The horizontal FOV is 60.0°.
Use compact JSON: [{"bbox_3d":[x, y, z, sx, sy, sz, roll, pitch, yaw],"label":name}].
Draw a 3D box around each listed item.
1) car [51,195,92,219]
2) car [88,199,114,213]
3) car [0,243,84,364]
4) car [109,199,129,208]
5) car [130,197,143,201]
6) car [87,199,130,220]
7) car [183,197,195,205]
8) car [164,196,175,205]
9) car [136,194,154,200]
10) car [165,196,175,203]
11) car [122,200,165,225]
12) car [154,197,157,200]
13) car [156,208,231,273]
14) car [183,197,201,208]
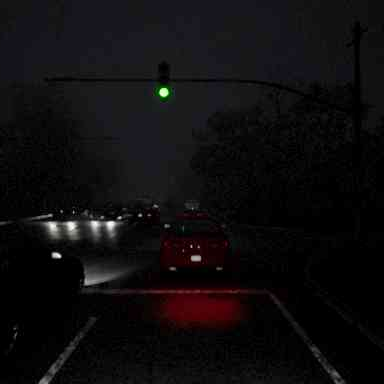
[{"bbox_3d":[-10.598,1.263,30.037,2.150,2.045,5.566,0,0,2],"label":"car"},{"bbox_3d":[-10.684,1.618,39.423,1.994,1.385,4.181,0,0,-1],"label":"car"},{"bbox_3d":[-3.397,1.572,5.832,1.994,1.385,4.181,0,0,0],"label":"car"},{"bbox_3d":[-10.788,1.668,49.445,1.895,1.301,4.718,0,0,-1],"label":"car"},{"bbox_3d":[-7.175,1.578,38.390,1.812,1.442,4.674,0,0,0],"label":"car"},{"bbox_3d":[-7.088,1.587,28.812,2.033,1.411,5.357,0,0,-1],"label":"car"},{"bbox_3d":[-0.597,1.647,61.410,1.994,1.385,4.181,0,0,-2],"label":"car"},{"bbox_3d":[-4.041,1.629,59.738,2.033,1.411,5.357,0,0,-2],"label":"car"},{"bbox_3d":[-7.288,1.288,49.023,2.150,2.045,5.566,0,0,-1],"label":"car"},{"bbox_3d":[-4.542,1.543,70.194,2.033,1.411,5.357,0,0,-3],"label":"car"},{"bbox_3d":[-3.407,1.581,24.308,2.033,1.411,5.357,0,0,0],"label":"car"},{"bbox_3d":[-7.671,1.577,62.533,2.128,1.511,4.902,0,0,-2],"label":"car"},{"bbox_3d":[0.100,1.492,10.728,1.882,1.535,5.008,0,0,0],"label":"car"},{"bbox_3d":[0.024,1.578,38.488,1.812,1.442,4.674,0,0,-1],"label":"car"}]
